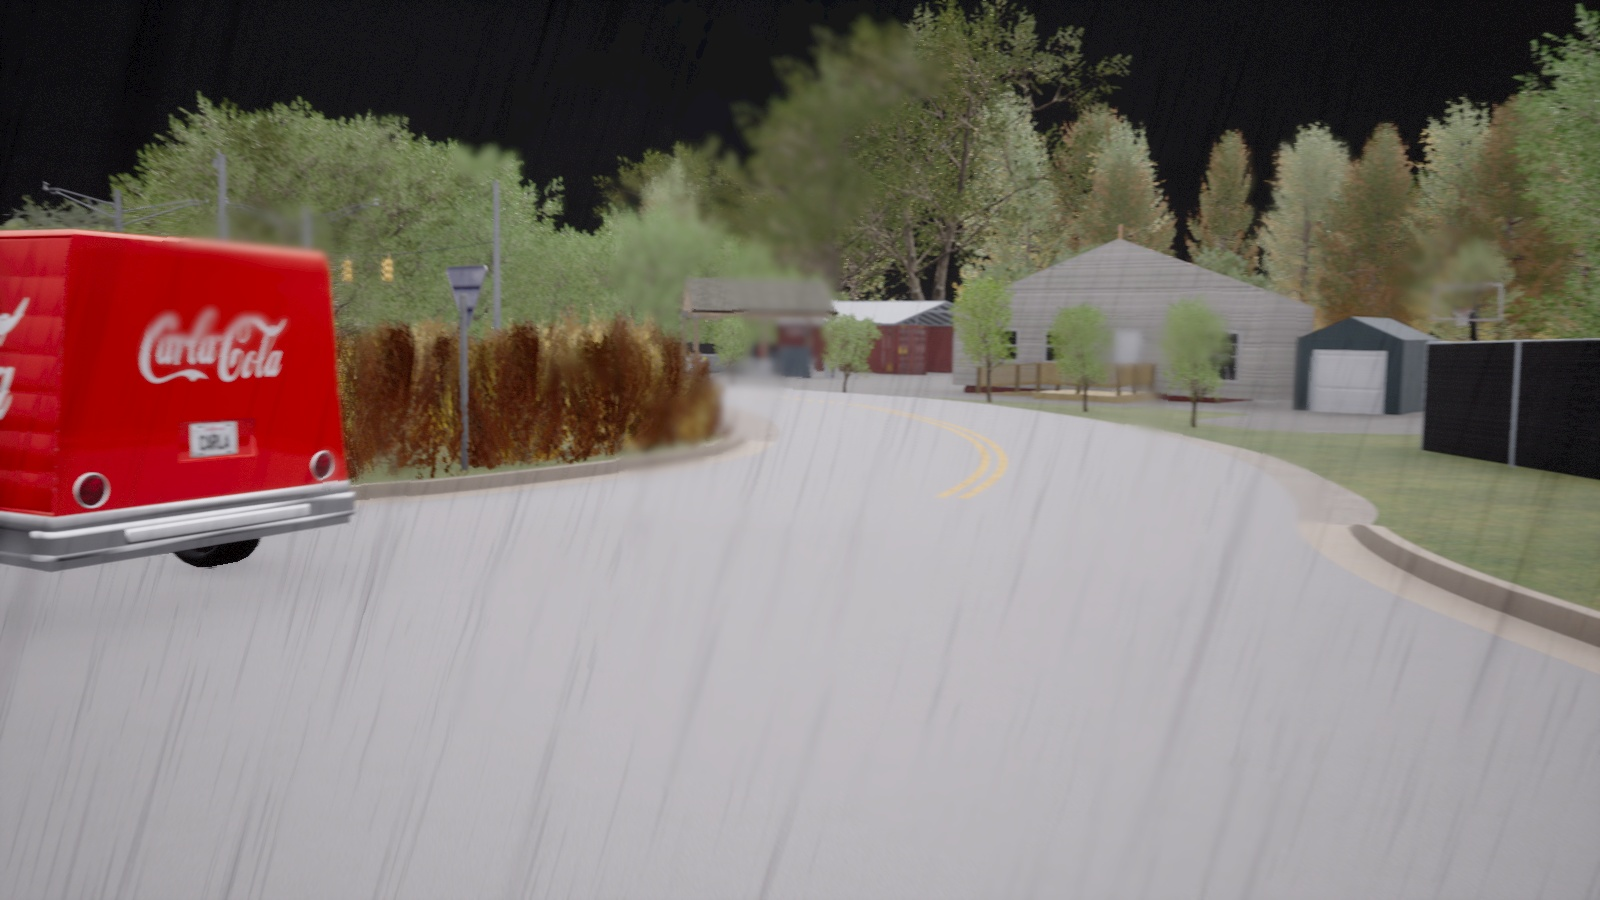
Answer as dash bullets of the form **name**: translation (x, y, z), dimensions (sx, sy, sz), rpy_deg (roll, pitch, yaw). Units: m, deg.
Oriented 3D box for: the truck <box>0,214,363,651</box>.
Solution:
- **truck**: translation (-6.209, -0.300, 9.350), dimensions (5.204, 2.467, 2.627), rpy_deg (3, 5, 25)
